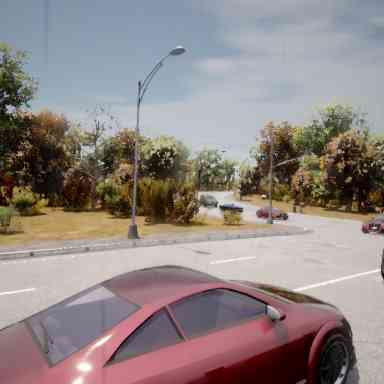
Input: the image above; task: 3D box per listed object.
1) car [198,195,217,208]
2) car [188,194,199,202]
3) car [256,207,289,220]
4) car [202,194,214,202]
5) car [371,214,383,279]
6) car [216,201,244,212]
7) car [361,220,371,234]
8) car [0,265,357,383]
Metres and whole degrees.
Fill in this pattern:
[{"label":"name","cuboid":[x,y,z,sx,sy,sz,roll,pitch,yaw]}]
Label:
[{"label":"car","cuboid":[2.807,1.555,56.689,2.150,2.045,5.566,3,2,-13]},{"label":"car","cuboid":[0.289,1.226,70.970,1.837,1.490,4.892,2,2,-6]},{"label":"car","cuboid":[9.030,2.357,37.635,1.994,1.385,4.181,3,-1,-22]},{"label":"car","cuboid":[3.515,1.308,74.143,2.128,1.511,4.902,2,2,-4]},{"label":"car","cuboid":[7.017,1.488,8.798,4.553,1.767,2.097,2,-1,-35]},{"label":"car","cuboid":[5.514,2.250,46.913,1.895,1.301,4.718,3,0,-18]},{"label":"car","cuboid":[13.025,2.152,21.940,4.181,1.385,1.994,3,-2,-36]},{"label":"car","cuboid":[-0.005,1.572,3.744,4.181,1.385,1.994,0,0,-36]}]
